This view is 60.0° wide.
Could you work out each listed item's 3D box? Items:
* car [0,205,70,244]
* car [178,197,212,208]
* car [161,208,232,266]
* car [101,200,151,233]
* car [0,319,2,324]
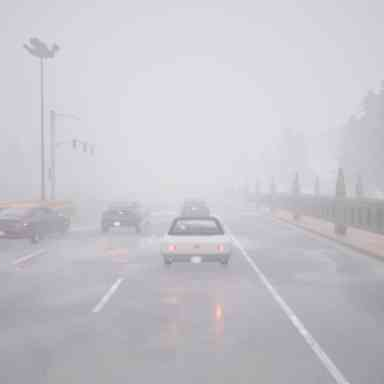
[{"bbox_3d":[-6.858,1.274,14.240,1.812,1.442,4.674,0,1,0],"label":"car"},{"bbox_3d":[0.182,1.108,21.053,1.837,1.490,4.892,0,1,0],"label":"car"},{"bbox_3d":[0.126,1.421,10.856,1.895,1.301,4.718,0,1,0],"label":"car"},{"bbox_3d":[-3.340,1.183,17.337,1.837,1.490,4.892,0,0,0],"label":"car"},{"bbox_3d":[-3.399,1.588,2.169,1.895,1.301,4.718,0,1,0],"label":"car"}]
